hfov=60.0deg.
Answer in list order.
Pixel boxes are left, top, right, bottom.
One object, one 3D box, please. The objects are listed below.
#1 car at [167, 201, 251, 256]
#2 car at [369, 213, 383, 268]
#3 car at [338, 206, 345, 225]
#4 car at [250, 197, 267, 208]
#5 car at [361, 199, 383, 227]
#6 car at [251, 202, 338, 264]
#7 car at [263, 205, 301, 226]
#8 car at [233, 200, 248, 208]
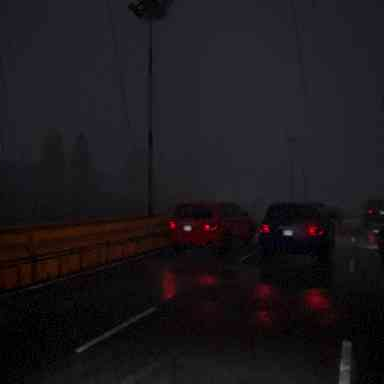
[{"bbox_3d":[1.032,1.394,14.279,2.150,2.045,5.566,0,0,26],"label":"car"},{"bbox_3d":[7.300,1.673,11.160,2.033,1.411,5.357,0,-1,26],"label":"car"},{"bbox_3d":[11.211,1.815,27.040,1.837,1.490,4.892,0,0,27],"label":"car"},{"bbox_3d":[12.629,1.951,62.996,2.150,2.045,5.566,0,-1,22],"label":"car"},{"bbox_3d":[13.925,1.502,24.650,2.150,2.045,5.566,0,0,26],"label":"car"},{"bbox_3d":[4.182,1.372,12.754,2.150,2.045,5.566,0,0,26],"label":"car"},{"bbox_3d":[7.635,1.868,27.724,2.033,1.411,5.357,0,-1,27],"label":"car"},{"bbox_3d":[9.372,2.275,64.329,1.812,1.442,4.674,0,-1,21],"label":"car"}]
